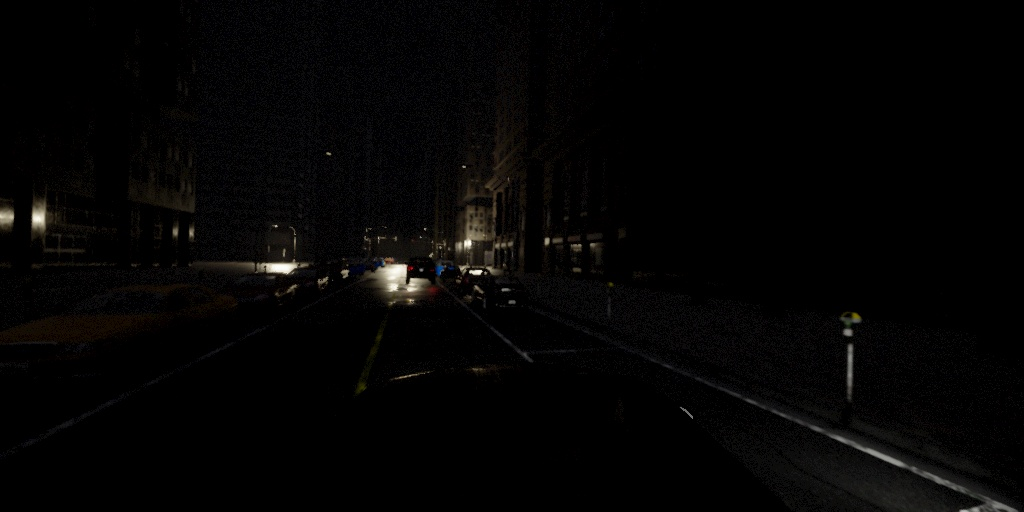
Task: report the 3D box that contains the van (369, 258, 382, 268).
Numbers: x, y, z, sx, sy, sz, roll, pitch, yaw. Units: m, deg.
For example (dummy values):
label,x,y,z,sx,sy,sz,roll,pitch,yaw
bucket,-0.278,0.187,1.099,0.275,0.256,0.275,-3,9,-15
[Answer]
label,x,y,z,sx,sy,sz,roll,pitch,yaw
van,-19.854,1.128,50.761,1.690,1.789,3.998,0,0,-16

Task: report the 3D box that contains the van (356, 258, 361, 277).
label,x,y,z,sx,sy,sz,roll,pitch,yaw
van,-13.535,1.044,28.949,1.690,1.789,3.998,0,0,-16

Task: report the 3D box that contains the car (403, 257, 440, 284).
label,x,y,z,sx,sy,sz,roll,pitch,yaw
car,-7.189,1.078,28.143,2.150,2.045,5.566,2,-1,-16

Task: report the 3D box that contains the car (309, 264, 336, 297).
label,x,y,z,sx,sy,sz,roll,pitch,yaw
car,-10.375,1.246,18.042,1.802,1.307,4.207,0,0,-16

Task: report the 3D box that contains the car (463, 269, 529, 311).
label,x,y,z,sx,sy,sz,roll,pitch,yaw
car,-0.612,1.430,14.967,2.007,1.370,4.403,0,0,-16

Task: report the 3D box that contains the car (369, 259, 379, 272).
label,x,y,z,sx,sy,sz,roll,pitch,yaw
car,-18.274,1.348,45.308,1.802,1.307,4.207,0,0,-16

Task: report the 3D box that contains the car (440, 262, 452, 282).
label,x,y,z,sx,sy,sz,roll,pitch,yaw
car,-5.352,1.489,31.328,2.007,1.370,4.403,0,0,-16

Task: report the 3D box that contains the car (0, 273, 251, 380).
label,x,y,z,sx,sy,sz,roll,pitch,yaw
car,-7.169,1.150,6.972,1.751,1.417,4.829,0,0,-16

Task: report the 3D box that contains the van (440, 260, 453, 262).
label,x,y,z,sx,sy,sz,roll,pitch,yaw
van,-6.932,1.300,36.782,1.690,1.789,3.998,0,0,-16

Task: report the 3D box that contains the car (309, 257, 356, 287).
label,x,y,z,sx,sy,sz,roll,pitch,yaw
car,-11.955,0.998,23.495,2.192,1.841,5.009,0,0,-16

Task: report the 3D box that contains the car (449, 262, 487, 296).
label,x,y,z,sx,sy,sz,roll,pitch,yaw
car,-2.192,1.338,20.421,1.967,1.591,4.097,0,0,-16

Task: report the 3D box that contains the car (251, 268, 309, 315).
label,x,y,z,sx,sy,sz,roll,pitch,yaw
car,-8.796,1.226,12.589,1.802,1.307,4.207,0,0,-16

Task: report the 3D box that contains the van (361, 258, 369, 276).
label,x,y,z,sx,sy,sz,roll,pitch,yaw
van,-15.115,1.065,34.402,1.690,1.789,3.998,0,0,-16
